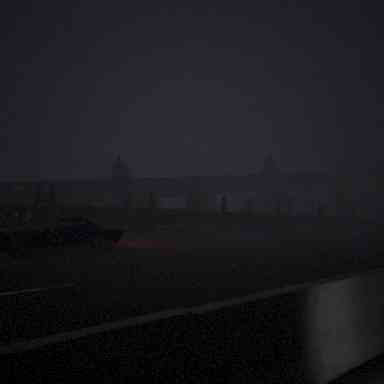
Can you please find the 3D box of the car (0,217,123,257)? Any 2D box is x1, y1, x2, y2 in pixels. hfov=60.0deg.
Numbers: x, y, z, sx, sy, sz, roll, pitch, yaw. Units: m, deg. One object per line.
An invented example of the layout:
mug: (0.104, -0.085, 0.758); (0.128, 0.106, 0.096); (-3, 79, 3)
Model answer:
car: (-5.262, 1.655, 13.133); (4.718, 1.301, 1.895); (2, -1, -35)
